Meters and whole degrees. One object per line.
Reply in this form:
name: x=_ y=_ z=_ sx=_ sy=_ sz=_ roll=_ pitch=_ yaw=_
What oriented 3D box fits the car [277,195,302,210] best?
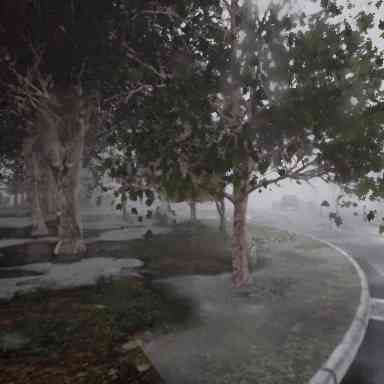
car: x=13.893 y=1.483 z=46.983 sx=2.150 sy=2.045 sz=5.566 roll=0 pitch=-2 yaw=22

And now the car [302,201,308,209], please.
car: x=18.170 y=2.138 z=56.798 sx=2.033 sy=1.411 sz=5.357 roll=0 pitch=-2 yaw=26

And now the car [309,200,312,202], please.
car: x=20.380 y=2.311 z=61.409 sx=1.994 sy=1.385 sz=4.181 roll=0 pitch=-2 yaw=26

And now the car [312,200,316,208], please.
car: x=23.680 y=2.531 z=68.285 sx=1.994 sy=1.385 sz=4.181 roll=0 pitch=-2 yaw=26

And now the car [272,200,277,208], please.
car: x=15.353 y=2.075 z=58.377 sx=1.882 sy=1.535 sz=5.008 roll=0 pitch=-2 yaw=26

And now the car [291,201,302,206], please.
car: x=24.313 y=2.661 z=77.116 sx=1.895 sy=1.301 sz=4.718 roll=0 pitch=-2 yaw=26
